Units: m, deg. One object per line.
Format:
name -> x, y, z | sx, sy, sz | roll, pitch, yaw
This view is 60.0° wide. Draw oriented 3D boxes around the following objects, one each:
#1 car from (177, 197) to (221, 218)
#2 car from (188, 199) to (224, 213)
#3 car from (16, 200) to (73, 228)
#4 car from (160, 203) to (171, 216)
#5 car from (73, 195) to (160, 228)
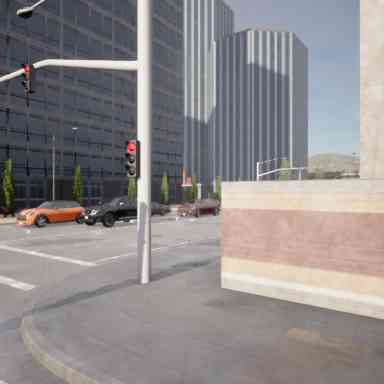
car -> 0.595, 1.407, 31.473 | 2.097, 1.767, 4.553 | 0, 0, 36
car -> 1.760, 1.560, 39.082 | 1.837, 1.490, 4.892 | 0, 0, 36
car -> -9.688, 1.407, 23.155 | 2.097, 1.767, 4.553 | 0, 0, 36
car -> -4.164, 1.603, 30.851 | 2.033, 1.411, 5.357 | 0, 0, 36
car -> -5.132, 1.277, 23.502 | 2.150, 2.045, 5.566 | 0, 0, 36
